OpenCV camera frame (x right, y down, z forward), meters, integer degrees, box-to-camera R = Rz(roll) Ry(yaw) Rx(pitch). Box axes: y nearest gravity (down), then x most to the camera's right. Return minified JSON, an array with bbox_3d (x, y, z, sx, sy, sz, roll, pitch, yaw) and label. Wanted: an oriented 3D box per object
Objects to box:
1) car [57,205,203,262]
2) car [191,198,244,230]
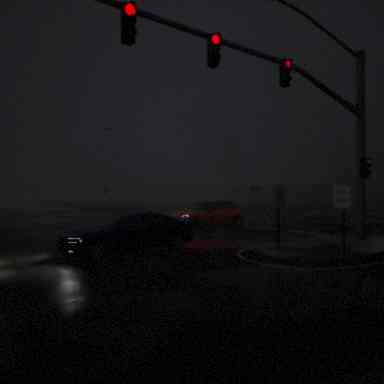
[{"bbox_3d":[-2.271,1.438,12.200,5.008,1.535,1.882,-1,0,-36],"label":"car"},{"bbox_3d":[0.692,1.265,18.616,4.553,1.767,2.097,-1,0,-36],"label":"car"}]
